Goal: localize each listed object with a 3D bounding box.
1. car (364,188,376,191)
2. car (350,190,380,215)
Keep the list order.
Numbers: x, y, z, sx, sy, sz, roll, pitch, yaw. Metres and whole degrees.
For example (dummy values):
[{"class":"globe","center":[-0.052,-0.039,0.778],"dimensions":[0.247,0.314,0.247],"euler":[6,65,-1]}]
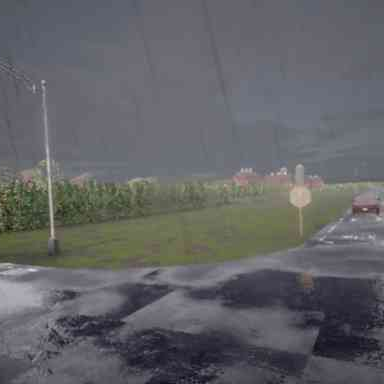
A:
[{"class":"car","center":[24.651,0.228,46.077],"dimensions":[2.097,1.767,4.553],"euler":[-3,0,29]},{"class":"car","center":[13.889,0.935,26.603],"dimensions":[1.882,1.535,5.008],"euler":[-3,0,29]}]
